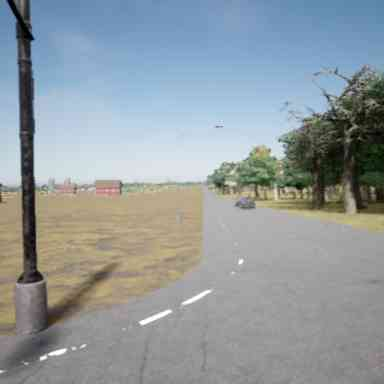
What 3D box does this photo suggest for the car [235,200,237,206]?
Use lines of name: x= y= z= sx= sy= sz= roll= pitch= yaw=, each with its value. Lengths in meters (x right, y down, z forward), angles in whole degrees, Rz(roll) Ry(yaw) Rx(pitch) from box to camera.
car: x=9.100 y=1.954 z=61.898 sx=1.812 sy=1.442 sz=4.674 roll=-1 pitch=0 yaw=2

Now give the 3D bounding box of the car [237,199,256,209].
car: x=8.741 y=1.866 z=51.872 sx=2.128 sy=1.511 sz=4.902 roll=-1 pitch=0 yaw=2
